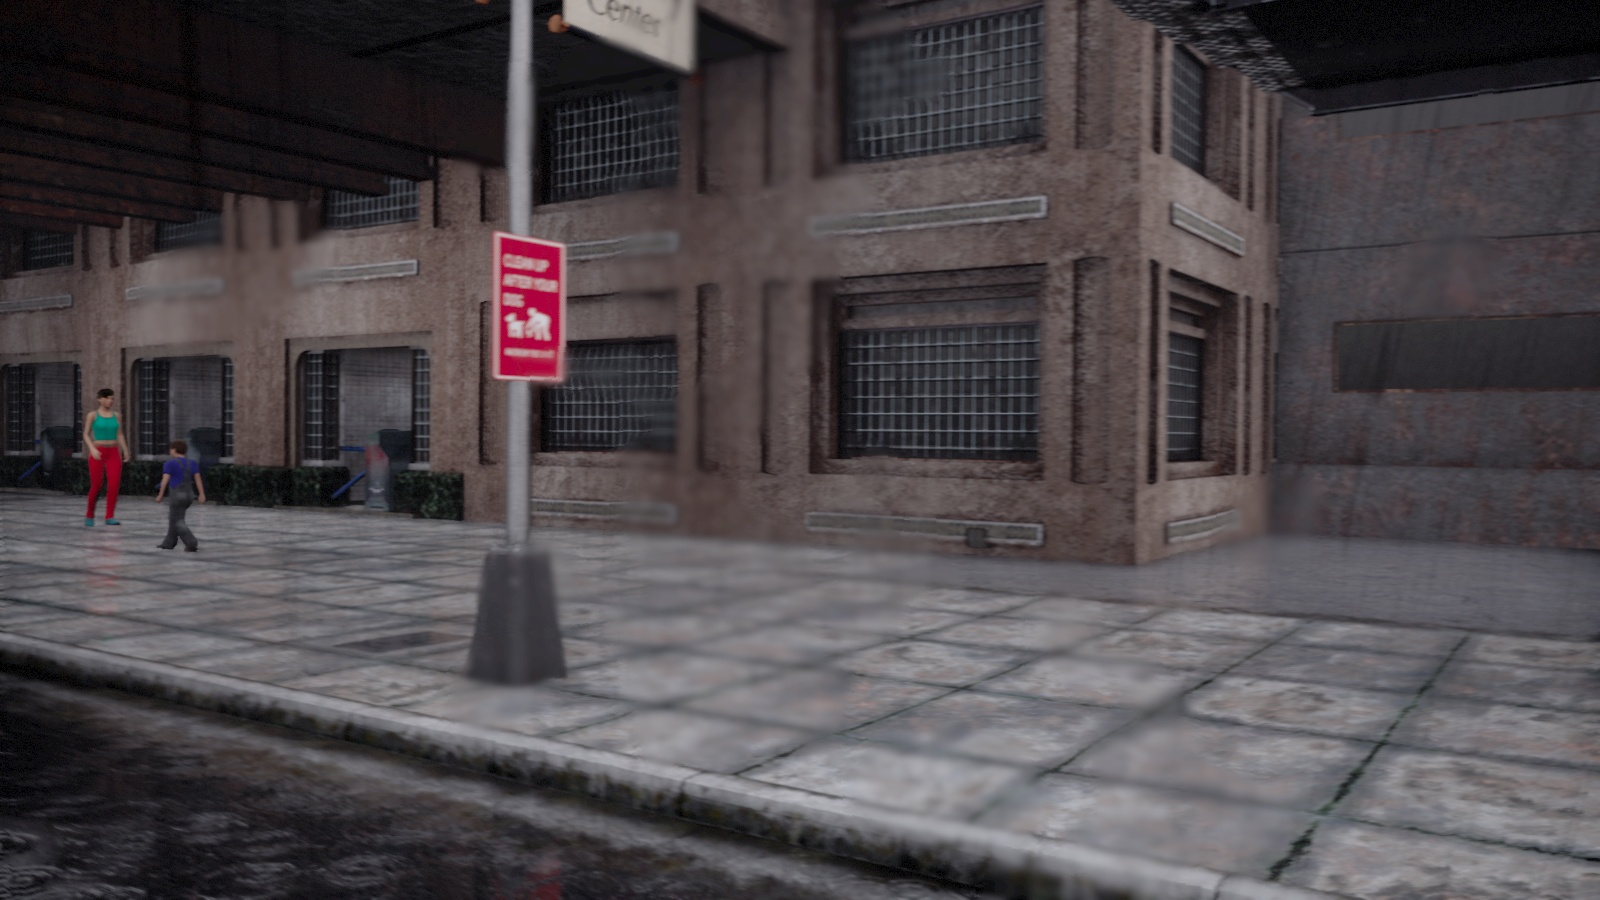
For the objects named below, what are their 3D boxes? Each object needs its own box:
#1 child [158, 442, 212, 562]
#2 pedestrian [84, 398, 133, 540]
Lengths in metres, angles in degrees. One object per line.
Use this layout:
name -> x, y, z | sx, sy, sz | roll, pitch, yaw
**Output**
child -> -6.565, 0.545, 13.409 | 0.437, 1.263, 0.270 | 0, 1, 21
pedestrian -> -9.100, 0.245, 16.528 | 0.594, 1.836, 0.345 | 0, 1, 39
